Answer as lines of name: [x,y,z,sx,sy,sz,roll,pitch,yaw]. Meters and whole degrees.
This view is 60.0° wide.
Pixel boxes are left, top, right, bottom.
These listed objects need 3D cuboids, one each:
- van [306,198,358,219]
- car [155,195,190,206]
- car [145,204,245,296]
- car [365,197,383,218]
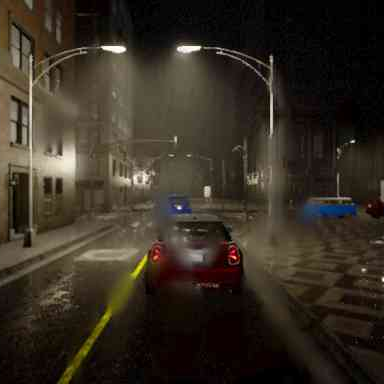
van: [11.566,1.376,27.692,3.998,1.788,1.690,0,0,-1]
car: [-1.596,1.225,26.403,2.150,2.045,5.566,0,0,-15]
car: [0.050,1.352,8.819,2.097,1.767,4.553,0,0,0]
car: [17.206,1.349,27.812,5.009,1.841,2.192,0,0,-1]
